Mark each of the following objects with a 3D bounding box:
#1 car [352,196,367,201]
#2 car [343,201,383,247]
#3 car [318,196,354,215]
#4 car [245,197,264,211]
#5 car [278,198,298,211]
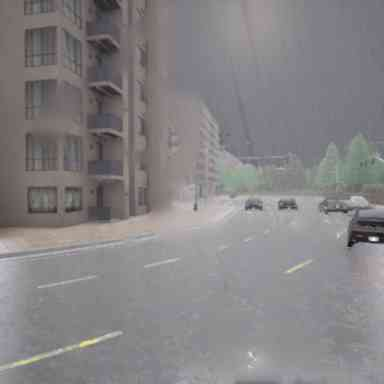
[{"bbox_3d":[17.413,1.175,35.389,1.812,1.442,4.674,0,0,12],"label":"car"},{"bbox_3d":[7.573,1.363,13.775,1.837,1.490,4.892,0,1,30],"label":"car"},{"bbox_3d":[12.793,1.265,30.385,2.033,1.411,5.357,0,0,12],"label":"car"},{"bbox_3d":[6.831,1.284,36.367,2.033,1.411,5.357,0,0,12],"label":"car"},{"bbox_3d":[10.312,1.309,35.892,1.895,1.301,4.718,0,0,12],"label":"car"}]
